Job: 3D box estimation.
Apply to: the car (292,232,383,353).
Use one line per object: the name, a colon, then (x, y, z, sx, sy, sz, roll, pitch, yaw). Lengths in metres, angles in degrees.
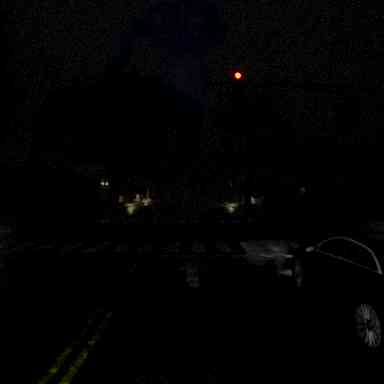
car: (3.360, 1.489, 6.137, 2.128, 1.511, 4.902, 0, 0, -2)
